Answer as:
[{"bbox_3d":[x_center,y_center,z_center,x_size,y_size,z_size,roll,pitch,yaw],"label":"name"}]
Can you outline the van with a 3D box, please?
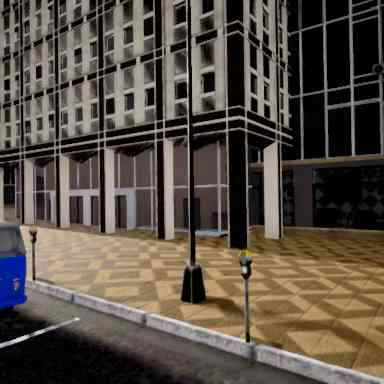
[{"bbox_3d":[-4.825,1.344,6.336,3.998,1.788,1.690,0,-1,36],"label":"van"}]
